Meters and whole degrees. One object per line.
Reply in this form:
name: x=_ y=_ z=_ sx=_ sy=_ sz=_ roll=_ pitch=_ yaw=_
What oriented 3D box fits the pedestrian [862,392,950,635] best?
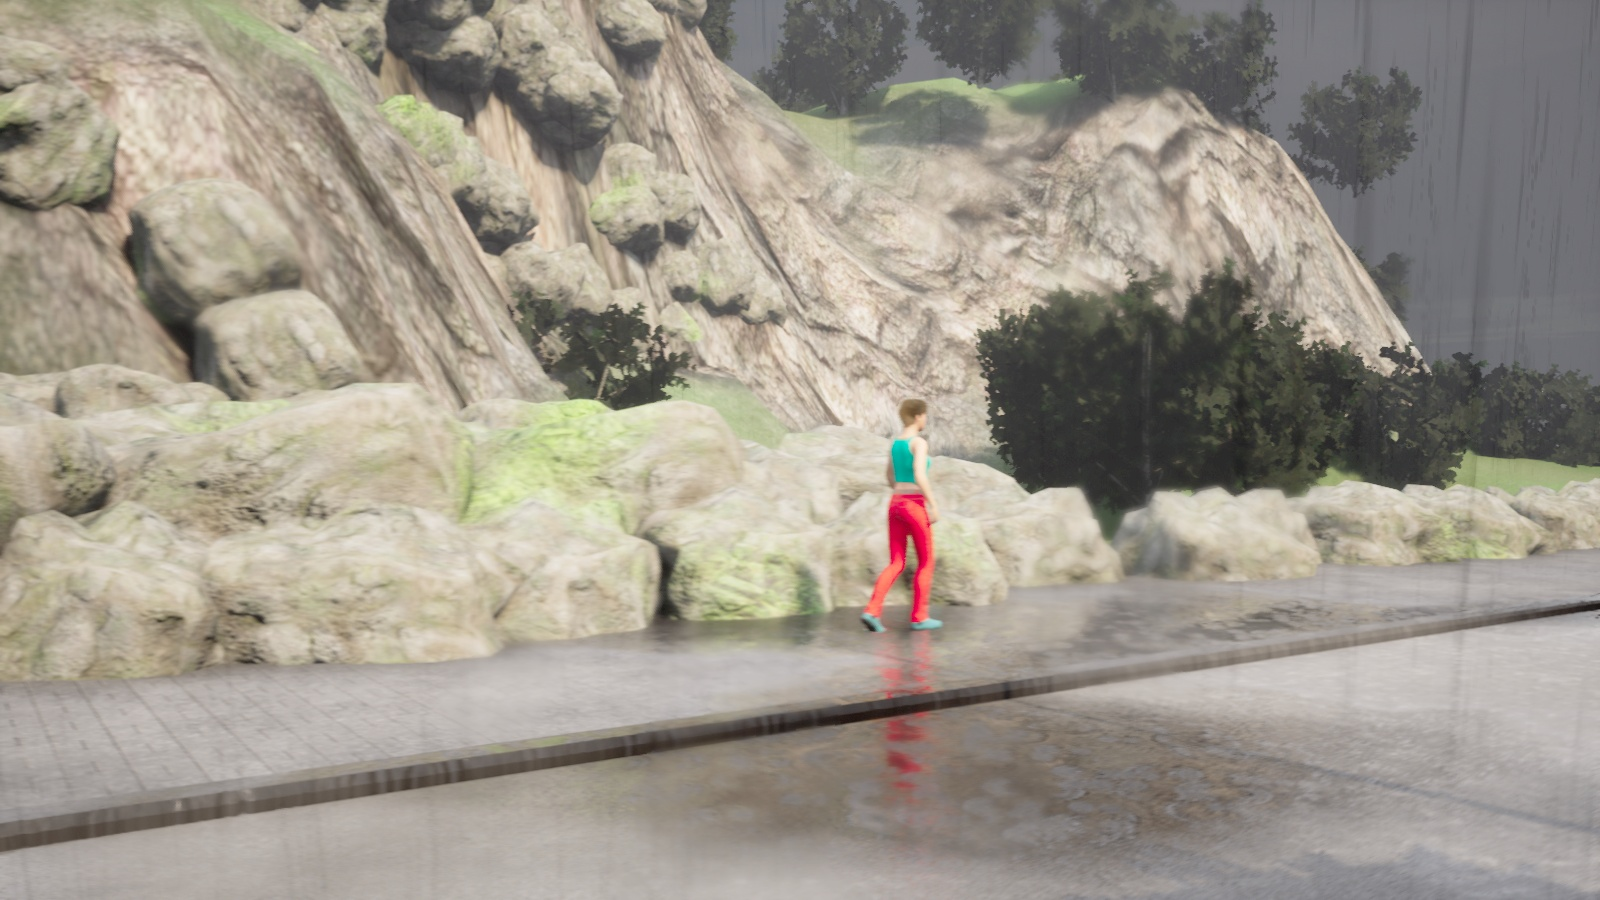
pedestrian: x=0.827 y=0.477 z=9.789 sx=0.594 sy=1.836 sz=0.345 roll=0 pitch=0 yaw=-32
